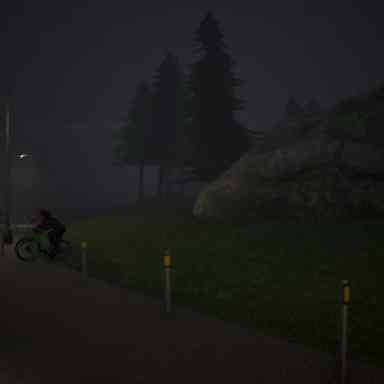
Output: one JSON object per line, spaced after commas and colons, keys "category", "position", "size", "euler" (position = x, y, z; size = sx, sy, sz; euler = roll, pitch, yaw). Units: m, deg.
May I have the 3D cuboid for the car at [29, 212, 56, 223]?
{"category": "car", "position": [-19.914, 3.450, 44.596], "size": [2.128, 1.511, 4.902], "euler": [1, -4, 5]}

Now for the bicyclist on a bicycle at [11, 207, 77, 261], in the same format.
{"category": "bicyclist on a bicycle", "position": [-4.738, 1.375, 10.737], "size": [1.656, 1.620, 0.582], "euler": [10, -9, -39]}

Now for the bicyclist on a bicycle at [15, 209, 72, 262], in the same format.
{"category": "bicyclist on a bicycle", "position": [-4.530, 1.402, 10.497], "size": [1.656, 1.620, 0.582], "euler": [8, 0, -39]}

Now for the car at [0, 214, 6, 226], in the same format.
{"category": "car", "position": [-19.446, 2.636, 32.246], "size": [1.812, 1.442, 4.674], "euler": [1, -4, -8]}
